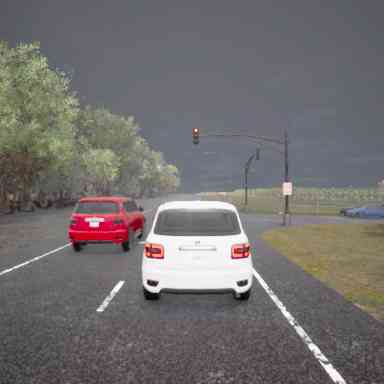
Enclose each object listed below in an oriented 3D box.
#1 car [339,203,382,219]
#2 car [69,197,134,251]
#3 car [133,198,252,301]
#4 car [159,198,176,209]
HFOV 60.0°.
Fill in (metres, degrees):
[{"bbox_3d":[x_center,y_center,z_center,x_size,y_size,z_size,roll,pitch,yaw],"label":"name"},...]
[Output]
[{"bbox_3d":[16.983,1.789,31.556,5.357,1.411,2.033,1,-1,1],"label":"car"},{"bbox_3d":[-3.397,1.225,14.265,2.150,2.045,5.566,0,0,0],"label":"car"},{"bbox_3d":[0.102,1.224,8.493,2.150,2.045,5.566,0,0,0],"label":"car"},{"bbox_3d":[-3.398,1.567,46.806,1.994,1.385,4.181,0,0,0],"label":"car"}]
